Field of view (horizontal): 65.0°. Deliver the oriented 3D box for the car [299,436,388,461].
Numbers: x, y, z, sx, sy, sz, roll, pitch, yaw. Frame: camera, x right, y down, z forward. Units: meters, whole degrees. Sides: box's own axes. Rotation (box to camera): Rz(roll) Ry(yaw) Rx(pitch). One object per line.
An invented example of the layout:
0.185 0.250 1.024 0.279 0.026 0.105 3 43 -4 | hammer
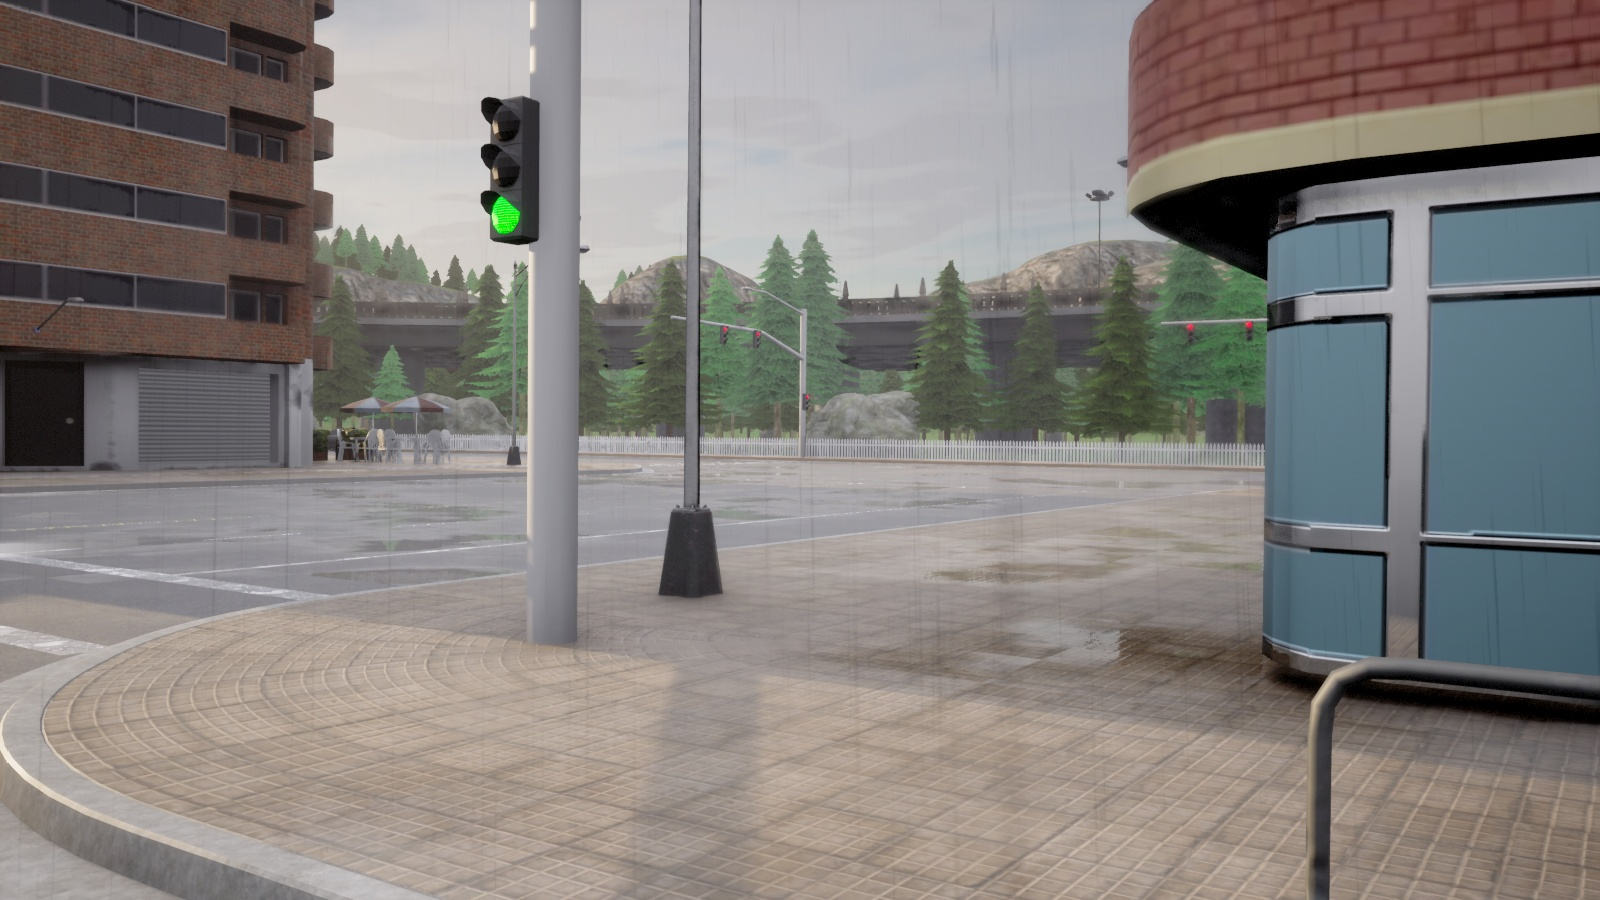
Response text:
-27.728 -0.109 76.239 4.892 1.490 1.837 0 1 15 | car
